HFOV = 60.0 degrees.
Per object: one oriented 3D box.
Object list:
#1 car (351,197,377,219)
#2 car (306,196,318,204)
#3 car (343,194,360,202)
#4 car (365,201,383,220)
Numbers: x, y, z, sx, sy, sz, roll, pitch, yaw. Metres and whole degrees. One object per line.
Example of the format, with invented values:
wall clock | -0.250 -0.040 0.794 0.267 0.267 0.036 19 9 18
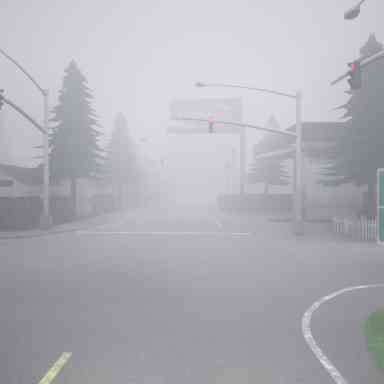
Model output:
car | 14.465 1.505 24.923 3.866 1.878 1.905 0 0 0
car | 22.753 1.552 63.957 1.970 1.475 3.806 0 0 0
car | 35.187 1.489 71.700 2.007 1.523 4.514 0 0 0
car | 18.814 1.672 30.576 4.611 1.667 2.242 0 0 0
